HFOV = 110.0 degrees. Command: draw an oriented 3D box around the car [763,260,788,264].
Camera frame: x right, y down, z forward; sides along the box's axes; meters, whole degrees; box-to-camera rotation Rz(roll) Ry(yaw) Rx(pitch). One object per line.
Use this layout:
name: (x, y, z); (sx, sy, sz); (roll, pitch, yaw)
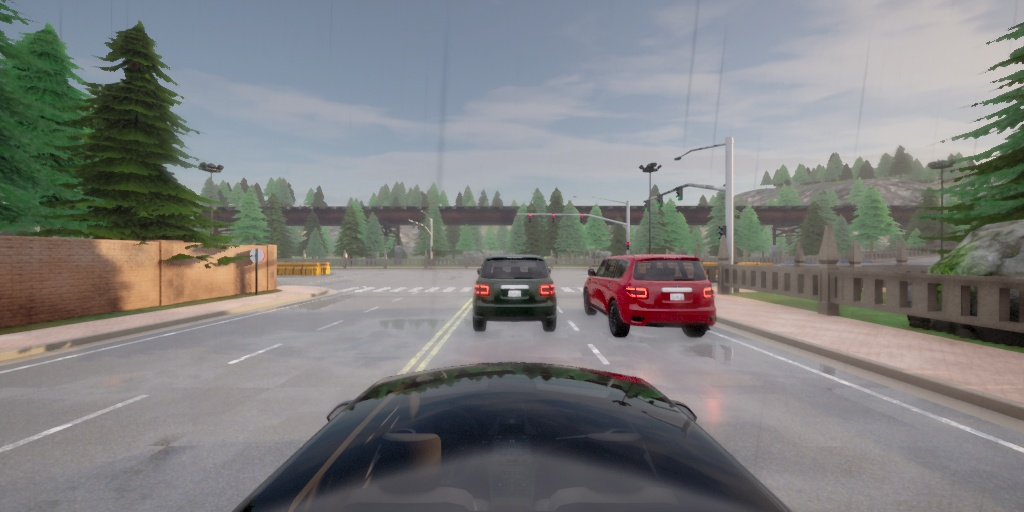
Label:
car: (31.376, 1.297, 45.588); (5.357, 1.411, 2.033); (0, 0, 0)

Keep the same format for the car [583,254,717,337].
car: (3.570, 0.971, 10.386); (2.150, 2.045, 5.566); (0, 0, 0)

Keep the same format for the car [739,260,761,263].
car: (25.828, 1.241, 42.097); (4.902, 1.511, 2.128); (0, 0, 0)

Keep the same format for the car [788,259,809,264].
car: (38.473, 1.173, 49.054); (4.902, 1.511, 2.128); (-1, 0, 0)

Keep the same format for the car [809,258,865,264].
car: (38.048, 1.256, 42.061); (4.181, 1.385, 1.994); (-1, 0, 0)

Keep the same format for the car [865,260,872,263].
car: (42.822, 1.039, 45.550); (4.902, 1.511, 2.128); (-3, 0, 0)

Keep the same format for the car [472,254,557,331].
car: (0.070, 0.971, 11.063); (2.150, 2.045, 5.566); (0, 0, 0)
